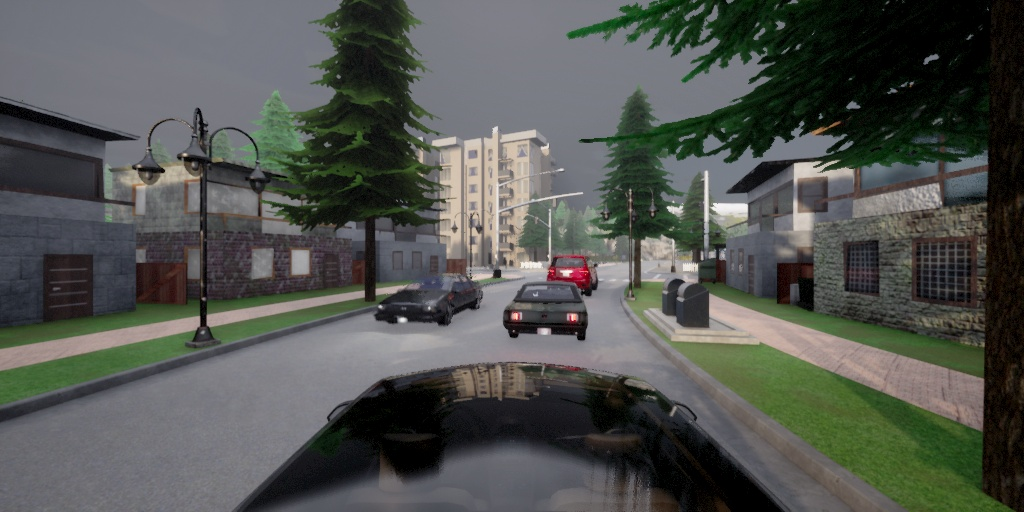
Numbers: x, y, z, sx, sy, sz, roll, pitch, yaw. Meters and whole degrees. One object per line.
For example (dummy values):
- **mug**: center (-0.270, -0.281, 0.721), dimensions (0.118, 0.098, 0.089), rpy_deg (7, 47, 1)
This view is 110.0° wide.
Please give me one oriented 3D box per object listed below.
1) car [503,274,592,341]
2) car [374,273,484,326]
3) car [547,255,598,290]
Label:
- **car**: center (1.071, 1.349, 9.972), dimensions (1.895, 1.301, 4.718), rpy_deg (0, 0, 9)
- **car**: center (-2.393, 1.295, 12.012), dimensions (2.033, 1.411, 5.357), rpy_deg (0, 0, 11)
- **car**: center (3.370, 0.967, 19.467), dimensions (2.150, 2.045, 5.566), rpy_deg (0, 0, 18)
